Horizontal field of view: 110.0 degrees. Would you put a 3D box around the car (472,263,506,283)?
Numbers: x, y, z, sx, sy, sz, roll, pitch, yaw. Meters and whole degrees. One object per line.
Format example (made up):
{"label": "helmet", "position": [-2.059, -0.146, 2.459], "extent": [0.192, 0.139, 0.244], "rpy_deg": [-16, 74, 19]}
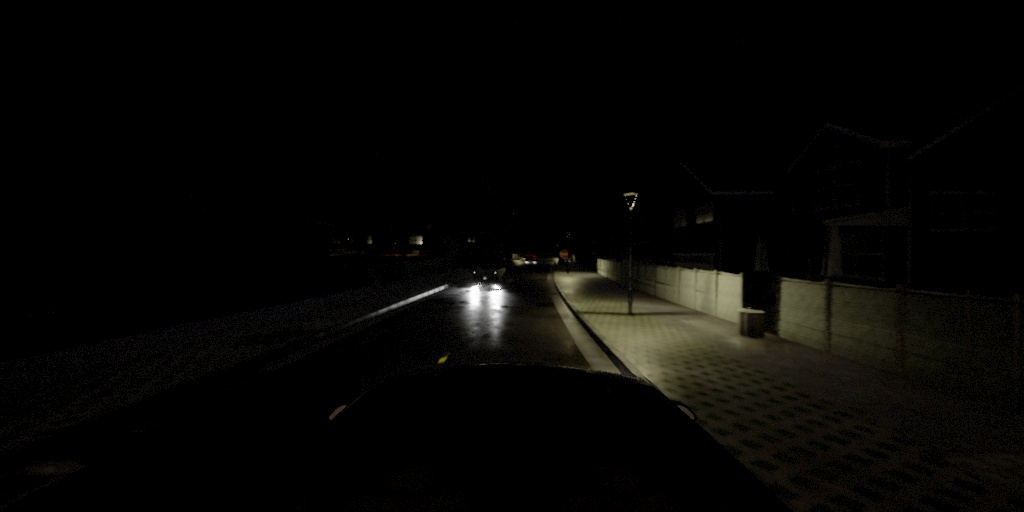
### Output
{"label": "car", "position": [-1.621, 1.179, 26.327], "extent": [1.895, 1.301, 4.718], "rpy_deg": [0, 1, 6]}
